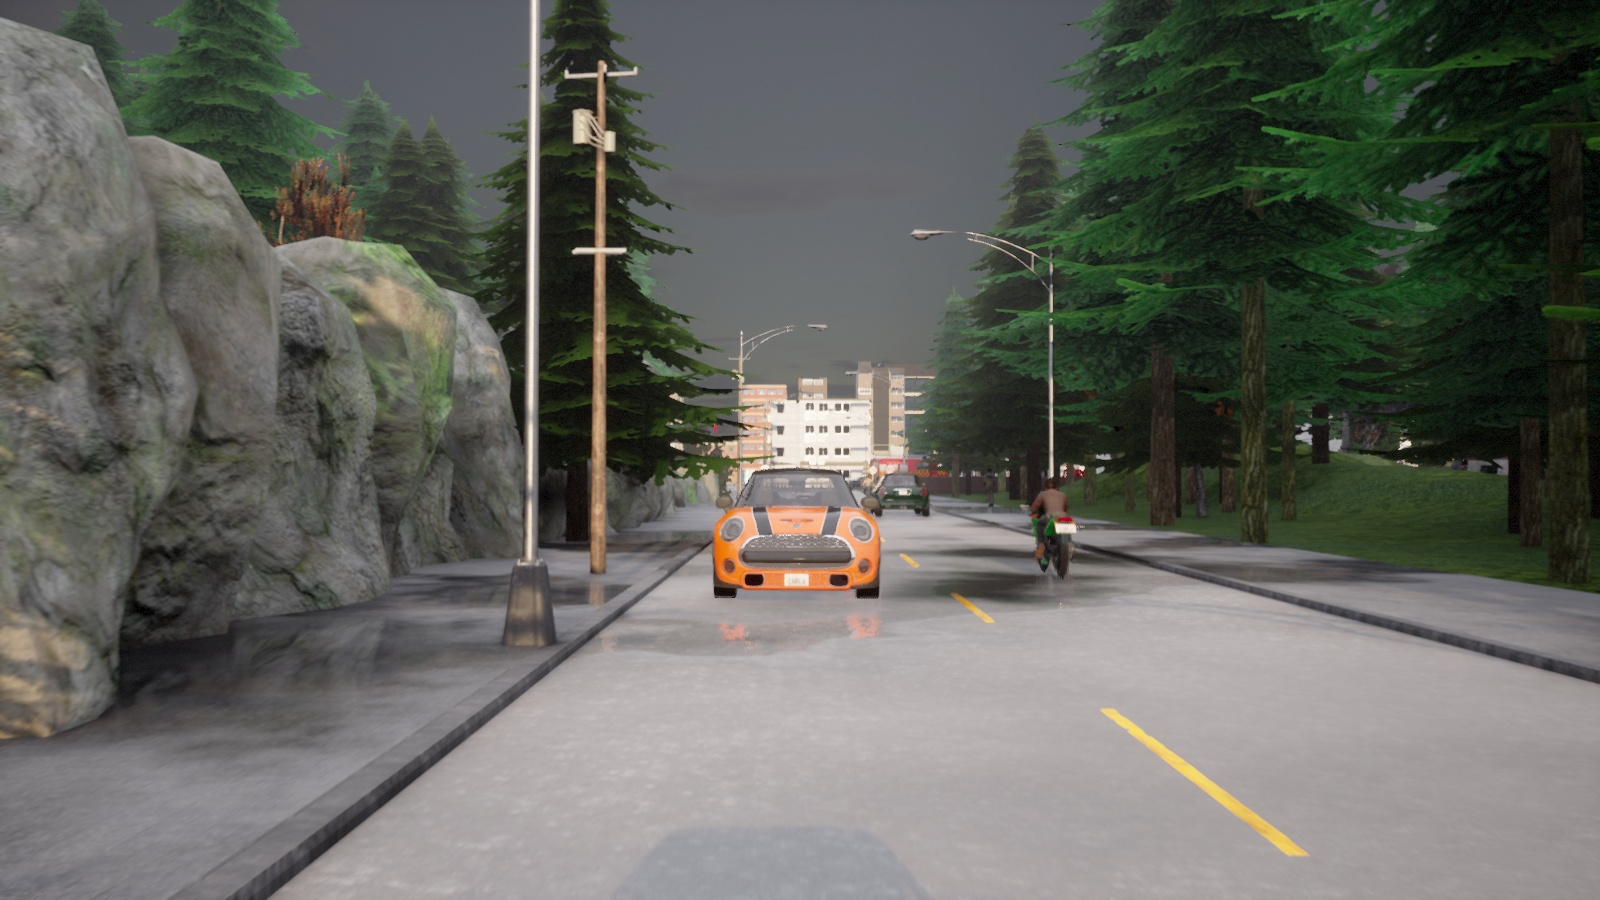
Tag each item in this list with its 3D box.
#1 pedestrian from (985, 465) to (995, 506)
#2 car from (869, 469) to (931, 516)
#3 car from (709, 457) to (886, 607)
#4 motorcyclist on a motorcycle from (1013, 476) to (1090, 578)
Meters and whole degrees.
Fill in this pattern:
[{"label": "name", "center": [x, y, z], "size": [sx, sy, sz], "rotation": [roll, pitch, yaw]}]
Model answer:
[{"label": "pedestrian", "center": [9.046, 1.670, 59.793], "size": [0.396, 1.930, 0.692], "rotation": [0, -1, 2]}, {"label": "car", "center": [3.902, 1.644, 49.813], "size": [2.097, 1.767, 4.553], "rotation": [0, -1, 0]}, {"label": "car", "center": [-0.035, 1.017, 17.159], "size": [2.097, 1.767, 4.553], "rotation": [0, -1, 0]}, {"label": "motorcyclist on a motorcycle", "center": [3.961, 1.179, 19.956], "size": [0.797, 1.523, 2.044], "rotation": [0, -1, 0]}]
